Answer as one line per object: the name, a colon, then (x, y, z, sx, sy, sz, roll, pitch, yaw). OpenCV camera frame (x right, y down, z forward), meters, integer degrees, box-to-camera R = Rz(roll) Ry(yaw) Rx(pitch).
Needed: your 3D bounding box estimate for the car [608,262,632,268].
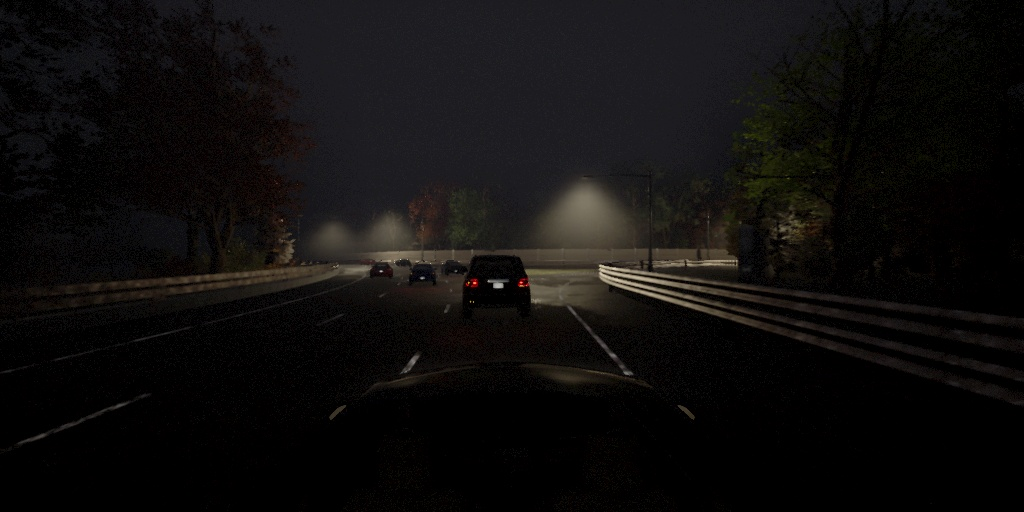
car: (12.488, 1.308, 42.626, 1.895, 1.301, 4.718, 0, 0, 44)

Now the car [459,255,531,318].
car: (-0.689, 0.975, 13.308, 2.150, 2.045, 5.566, 0, 0, -6)

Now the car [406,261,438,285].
car: (-6.517, 1.301, 26.312, 1.812, 1.442, 4.674, 0, 0, -13)

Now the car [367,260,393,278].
car: (-12.495, 1.361, 34.407, 1.994, 1.385, 4.181, 0, 0, -18)

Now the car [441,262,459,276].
car: (-6.311, 1.301, 37.675, 1.812, 1.442, 4.674, 0, 0, -19)
